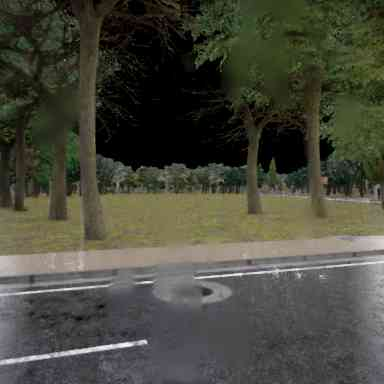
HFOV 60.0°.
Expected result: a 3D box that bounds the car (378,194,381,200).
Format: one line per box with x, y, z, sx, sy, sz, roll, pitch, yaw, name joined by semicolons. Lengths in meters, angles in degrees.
45.637;1.232;79.874;1.994;1.385;4.181;0;0;5;car
